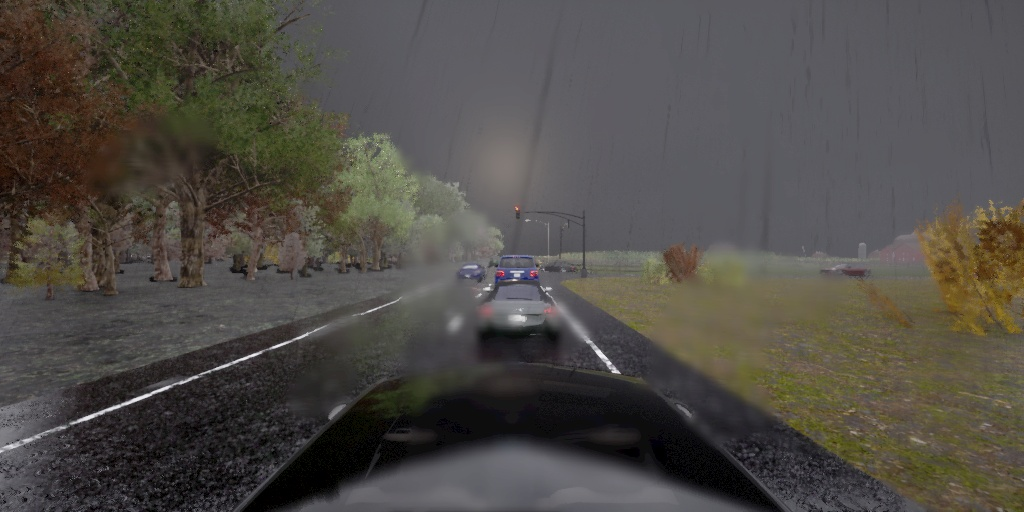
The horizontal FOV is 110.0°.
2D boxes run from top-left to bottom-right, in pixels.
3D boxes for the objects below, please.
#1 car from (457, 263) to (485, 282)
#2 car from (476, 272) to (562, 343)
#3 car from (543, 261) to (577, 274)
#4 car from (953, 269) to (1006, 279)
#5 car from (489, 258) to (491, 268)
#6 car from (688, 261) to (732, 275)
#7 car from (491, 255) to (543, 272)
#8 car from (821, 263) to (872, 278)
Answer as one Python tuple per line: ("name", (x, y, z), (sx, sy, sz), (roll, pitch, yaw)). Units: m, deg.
("car", (-3.150, 1.282, 28.419), (1.812, 1.442, 4.674), (0, 0, 1))
("car", (0.169, 1.316, 9.672), (1.994, 1.385, 4.181), (0, 0, 1))
("car", (5.653, 1.395, 44.987), (4.892, 1.490, 1.837), (1, 2, 33))
("car", (49.441, 1.849, 37.981), (4.181, 1.385, 1.994), (1, -1, 2))
("car", (-2.813, 0.979, 63.520), (2.150, 2.045, 5.566), (0, 0, 1))
("car", (22.980, 1.406, 41.983), (4.553, 1.767, 2.097), (1, -1, 1))
("car", (0.263, 0.976, 19.085), (2.150, 2.045, 5.566), (0, 0, 1))
("car", (38.831, 1.581, 41.750), (4.553, 1.767, 2.097), (1, -1, 1))
